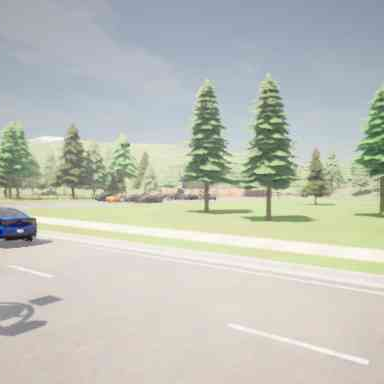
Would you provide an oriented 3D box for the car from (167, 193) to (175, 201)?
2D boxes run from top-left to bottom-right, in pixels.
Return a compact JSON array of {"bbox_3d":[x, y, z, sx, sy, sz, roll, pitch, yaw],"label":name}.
[{"bbox_3d":[-3.635,1.065,70.729,1.837,1.490,4.892,1,0,36],"label":"car"}]

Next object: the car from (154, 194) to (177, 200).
[{"bbox_3d":[-5.793,1.067,73.719,2.033,1.411,5.357,1,0,36],"label":"car"}]

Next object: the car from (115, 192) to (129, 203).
[{"bbox_3d":[-9.953,1.139,56.135,2.128,1.511,4.902,1,0,36],"label":"car"}]

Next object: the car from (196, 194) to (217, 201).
[{"bbox_3d":[3.404,1.241,68.522,1.812,1.442,4.674,1,0,36],"label":"car"}]

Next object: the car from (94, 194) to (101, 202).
[{"bbox_3d":[-15.196,0.810,60.760,2.150,2.045,5.566,1,0,36],"label":"car"}]

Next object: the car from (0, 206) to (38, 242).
[{"bbox_3d":[-8.715,1.345,14.404,5.008,1.535,1.882,1,0,35],"label":"car"}]

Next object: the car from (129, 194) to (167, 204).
[{"bbox_3d":[-7.091,1.225,54.132,2.033,1.411,5.357,1,0,36],"label":"car"}]

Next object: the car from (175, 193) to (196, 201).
[{"bbox_3d":[-0.769,1.161,68.727,1.882,1.535,5.008,1,0,36],"label":"car"}]

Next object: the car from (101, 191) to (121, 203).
[{"bbox_3d":[-12.848,1.096,58.083,1.882,1.535,5.008,1,0,36],"label":"car"}]
